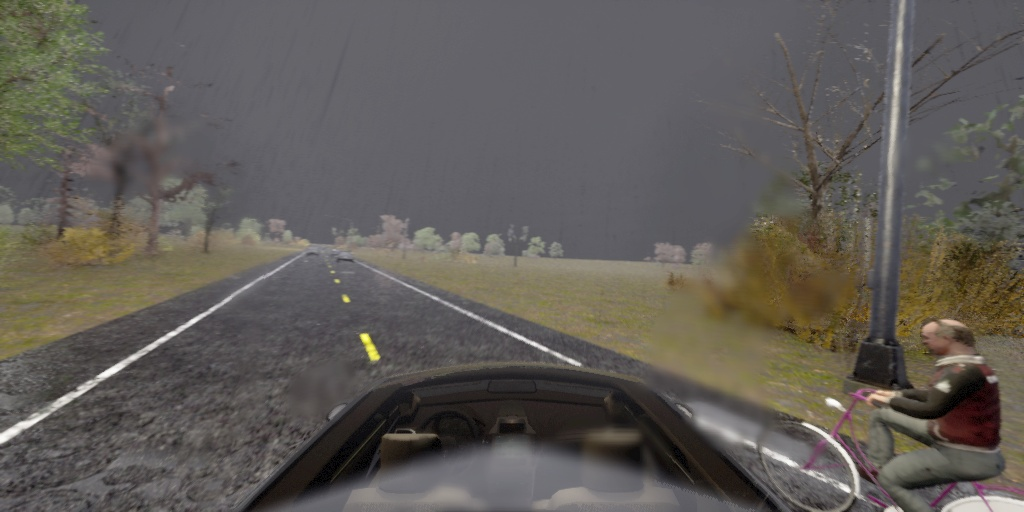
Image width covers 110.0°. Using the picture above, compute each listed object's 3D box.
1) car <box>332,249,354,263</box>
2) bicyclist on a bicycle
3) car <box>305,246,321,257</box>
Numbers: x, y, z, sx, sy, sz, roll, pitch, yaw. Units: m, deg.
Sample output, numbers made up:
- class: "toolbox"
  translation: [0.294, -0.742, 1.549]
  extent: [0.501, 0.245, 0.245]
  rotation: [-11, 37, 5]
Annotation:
- class: "car"
  translation: [-20.763, 0.056, 44.491]
  extent: [1.994, 1.385, 4.181]
  rotation: [4, 0, -28]
- class: "bicyclist on a bicycle"
  translation: [2.771, 1.296, 2.566]
  extent: [0.659, 1.776, 1.843]
  rotation: [4, 0, -28]
- class: "car"
  translation: [-31.389, -0.667, 56.647]
  extent: [1.837, 1.490, 4.892]
  rotation: [4, 0, -28]
